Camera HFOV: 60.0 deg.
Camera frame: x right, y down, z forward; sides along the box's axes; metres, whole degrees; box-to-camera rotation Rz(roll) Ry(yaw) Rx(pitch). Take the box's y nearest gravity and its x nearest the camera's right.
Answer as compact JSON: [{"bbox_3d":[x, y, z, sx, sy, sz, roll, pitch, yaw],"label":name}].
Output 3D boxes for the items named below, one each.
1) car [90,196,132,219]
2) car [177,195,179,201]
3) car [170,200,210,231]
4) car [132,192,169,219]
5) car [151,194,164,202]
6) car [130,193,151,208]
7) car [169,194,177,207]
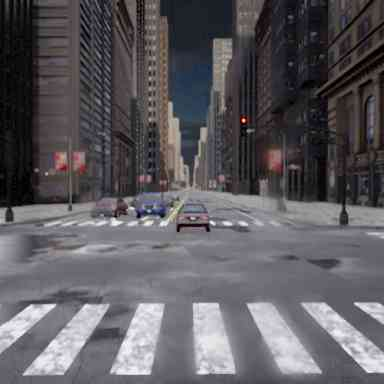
[{"bbox_3d":[-6.724,1.182,27.361,2.097,1.767,4.553,0,0,2],"label":"car"},{"bbox_3d":[-3.348,1.108,63.023,1.812,1.442,4.674,0,0,0],"label":"car"},{"bbox_3d":[0.055,1.403,19.360,2.033,1.411,5.357,0,0,0],"label":"car"},{"bbox_3d":[-3.312,1.049,27.528,2.150,2.045,5.566,0,1,-2],"label":"car"},{"bbox_3d":[-6.593,1.087,63.924,1.837,1.490,4.892,0,0,0],"label":"car"},{"bbox_3d":[-6.650,1.074,43.709,2.097,1.767,4.553,0,0,0],"label":"car"},{"bbox_3d":[-3.400,1.082,42.522,2.097,1.767,4.553,0,0,0],"label":"car"}]
